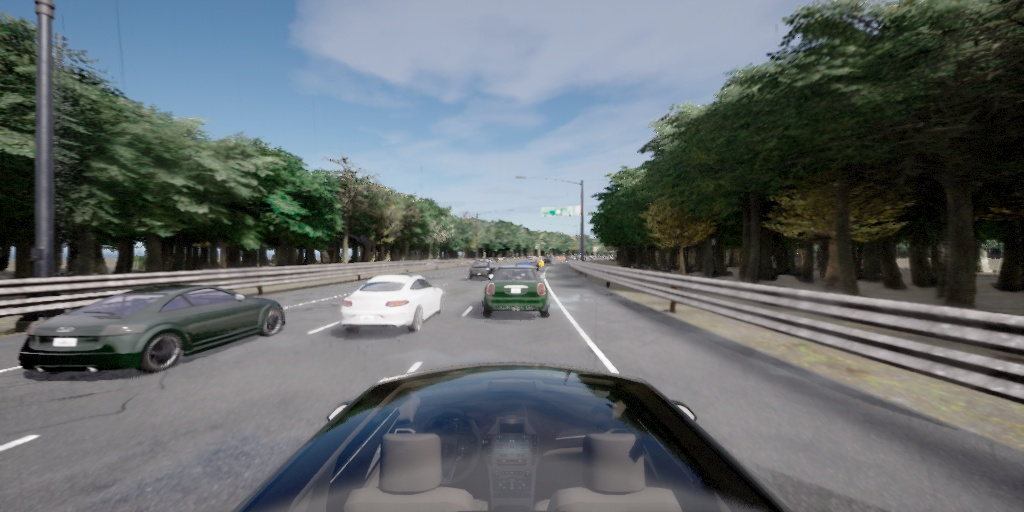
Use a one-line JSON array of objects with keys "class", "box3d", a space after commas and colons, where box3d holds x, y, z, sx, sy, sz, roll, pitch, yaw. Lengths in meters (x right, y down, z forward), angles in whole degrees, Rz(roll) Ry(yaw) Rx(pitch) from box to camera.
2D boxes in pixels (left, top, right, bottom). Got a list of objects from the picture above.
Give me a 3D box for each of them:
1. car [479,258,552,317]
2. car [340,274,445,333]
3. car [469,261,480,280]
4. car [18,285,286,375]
[{"class": "car", "box3d": [0.186, 1.090, 13.194, 2.097, 1.767, 4.553, 0, 0, 2]}, {"class": "car", "box3d": [-3.280, 1.259, 10.560, 1.812, 1.442, 4.674, 0, 0, 1]}, {"class": "car", "box3d": [-2.350, 1.194, 30.285, 2.128, 1.511, 4.902, 0, 0, 4]}, {"class": "car", "box3d": [-6.839, 1.293, 7.518, 1.994, 1.385, 4.181, 0, 0, 1]}]
